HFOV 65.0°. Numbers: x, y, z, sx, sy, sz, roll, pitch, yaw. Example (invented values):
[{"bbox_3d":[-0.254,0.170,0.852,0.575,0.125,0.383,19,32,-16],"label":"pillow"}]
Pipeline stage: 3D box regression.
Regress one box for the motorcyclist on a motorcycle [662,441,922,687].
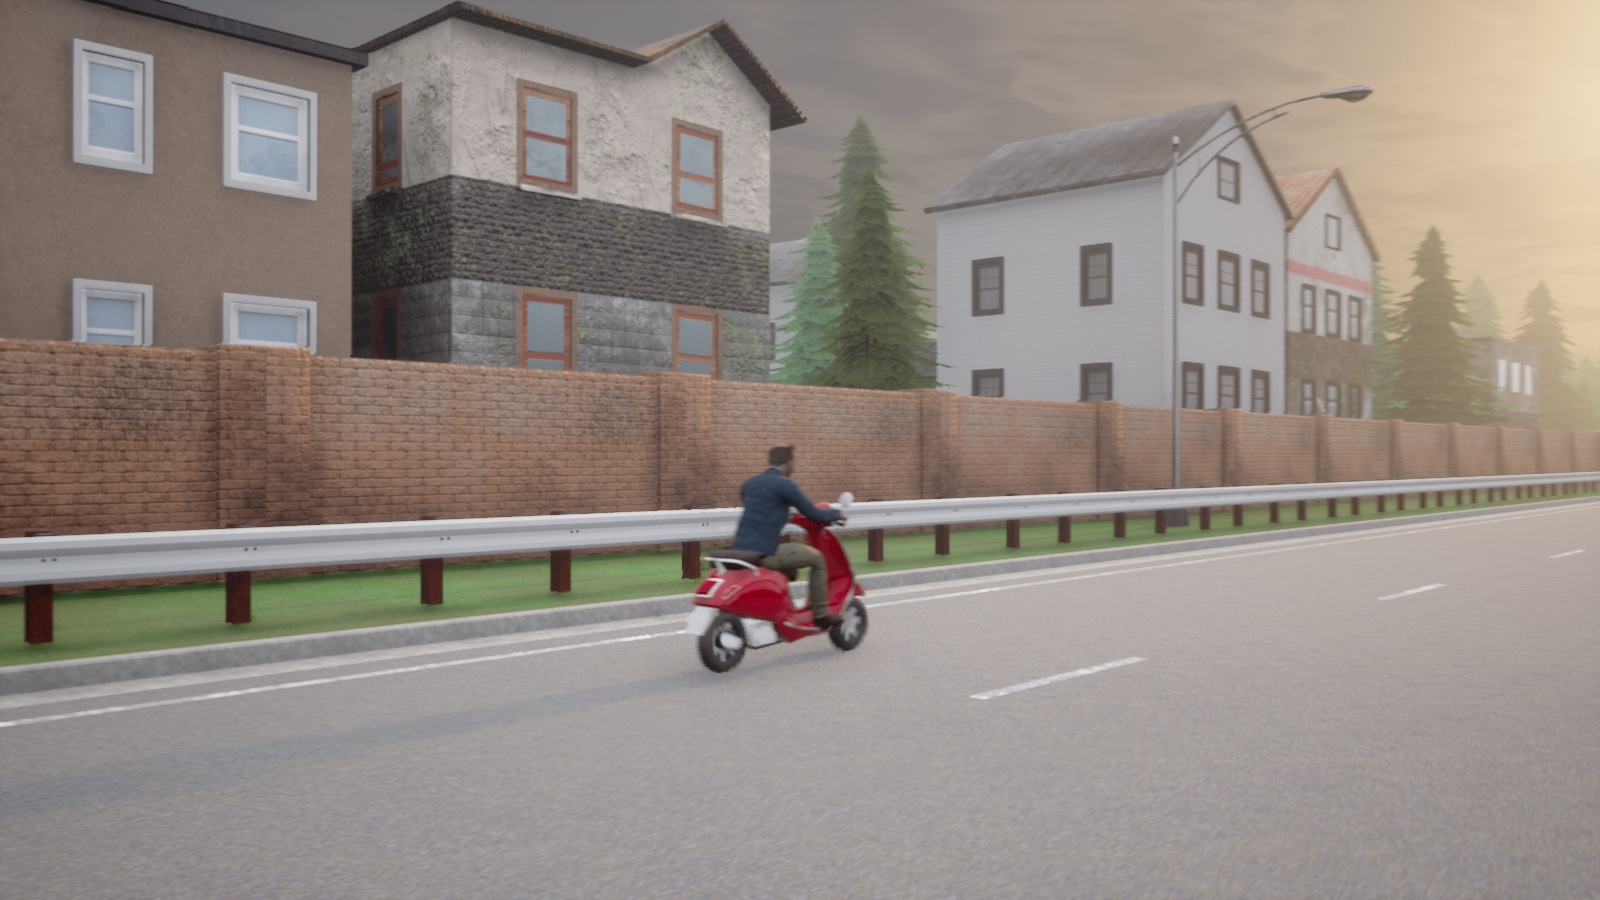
[{"bbox_3d":[-0.021,0.743,9.099,0.866,1.590,1.817,0,0,43],"label":"motorcyclist on a motorcycle"}]
